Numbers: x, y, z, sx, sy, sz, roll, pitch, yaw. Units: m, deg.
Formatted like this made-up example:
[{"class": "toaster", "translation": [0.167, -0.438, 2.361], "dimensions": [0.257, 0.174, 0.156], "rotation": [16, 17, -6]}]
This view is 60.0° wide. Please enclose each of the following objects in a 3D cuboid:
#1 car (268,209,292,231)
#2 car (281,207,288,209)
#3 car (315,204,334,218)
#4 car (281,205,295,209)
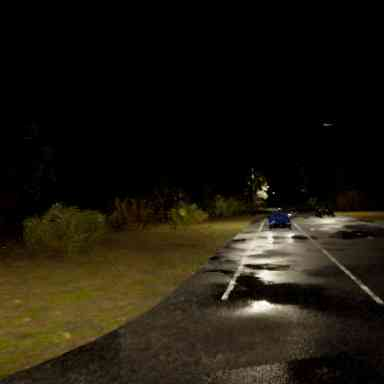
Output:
[{"class": "car", "translation": [7.911, 2.608, 29.971], "dimensions": [1.882, 1.535, 5.008], "rotation": [-3, -3, 14]}, {"class": "car", "translation": [12.505, 3.385, 48.600], "dimensions": [1.994, 1.385, 4.181], "rotation": [-3, -3, 14]}, {"class": "car", "translation": [20.206, 2.864, 50.840], "dimensions": [2.150, 2.045, 5.566], "rotation": [-3, -3, 14]}, {"class": "car", "translation": [21.749, 4.261, 75.766], "dimensions": [1.994, 1.385, 4.181], "rotation": [-3, -3, 21]}]
